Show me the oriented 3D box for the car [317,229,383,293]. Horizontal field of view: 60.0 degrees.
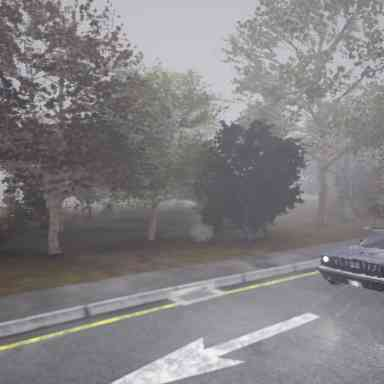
[{"bbox_3d":[5.241,1.613,8.308,4.718,1.301,1.895,0,0,-35],"label":"car"}]
